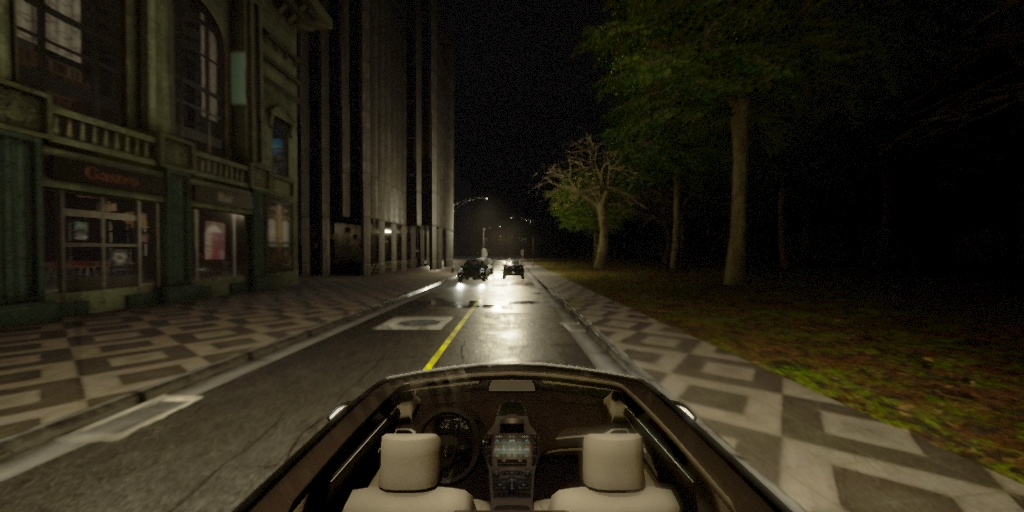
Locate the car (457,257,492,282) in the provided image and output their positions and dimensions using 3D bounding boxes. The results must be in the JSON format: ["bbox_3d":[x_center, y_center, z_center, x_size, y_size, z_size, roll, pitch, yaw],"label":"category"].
[{"bbox_3d":[-2.968,1.044,28.193,2.097,1.767,4.553,0,0,0],"label":"car"}]

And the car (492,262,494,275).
[{"bbox_3d":[-2.944,0.996,36.950,2.097,1.767,4.553,0,0,0],"label":"car"}]

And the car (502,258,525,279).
[{"bbox_3d":[0.131,1.171,32.006,2.128,1.511,4.902,0,0,0],"label":"car"}]
